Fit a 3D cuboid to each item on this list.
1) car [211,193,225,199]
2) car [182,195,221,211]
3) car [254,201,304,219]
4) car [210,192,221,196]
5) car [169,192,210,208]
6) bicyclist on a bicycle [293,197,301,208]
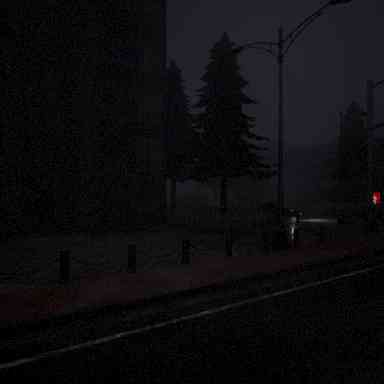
[{"bbox_3d":[7.394,1.092,94.536,1.905,1.878,3.866,0,0,-37],"label":"car"},{"bbox_3d":[1.418,1.493,37.698,1.882,1.535,5.008,0,0,-37],"label":"car"},{"bbox_3d":[7.616,1.541,29.505,1.812,1.442,4.674,0,0,-38],"label":"car"},{"bbox_3d":[5.304,1.113,92.476,1.932,1.855,4.605,0,0,-37],"label":"car"},{"bbox_3d":[-0.446,1.236,46.280,2.150,2.045,5.566,0,0,-37],"label":"car"},{"bbox_3d":[11.559,1.316,36.665,1.656,1.620,0.582,0,0,-37],"label":"bicyclist on a bicycle"}]
